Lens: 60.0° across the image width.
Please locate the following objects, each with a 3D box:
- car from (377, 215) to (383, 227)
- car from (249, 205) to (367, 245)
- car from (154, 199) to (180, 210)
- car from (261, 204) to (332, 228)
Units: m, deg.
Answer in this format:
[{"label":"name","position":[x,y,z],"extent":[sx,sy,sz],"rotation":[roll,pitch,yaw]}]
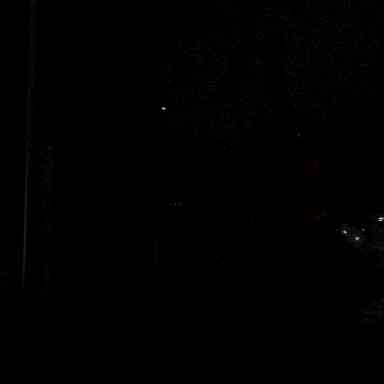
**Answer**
[{"label":"car","position":[14.102,1.634,20.206],"extent":[5.008,1.535,1.882],"rotation":[-1,-1,38]},{"label":"car","position":[5.138,1.501,15.605],"extent":[2.033,1.411,5.357],"rotation":[2,-1,-36]},{"label":"car","position":[-3.650,1.621,45.005],"extent":[2.033,1.411,5.357],"rotation":[2,-1,-36]},{"label":"car","position":[7.387,1.649,23.975],"extent":[1.812,1.442,4.674],"rotation":[2,-1,-36]}]
